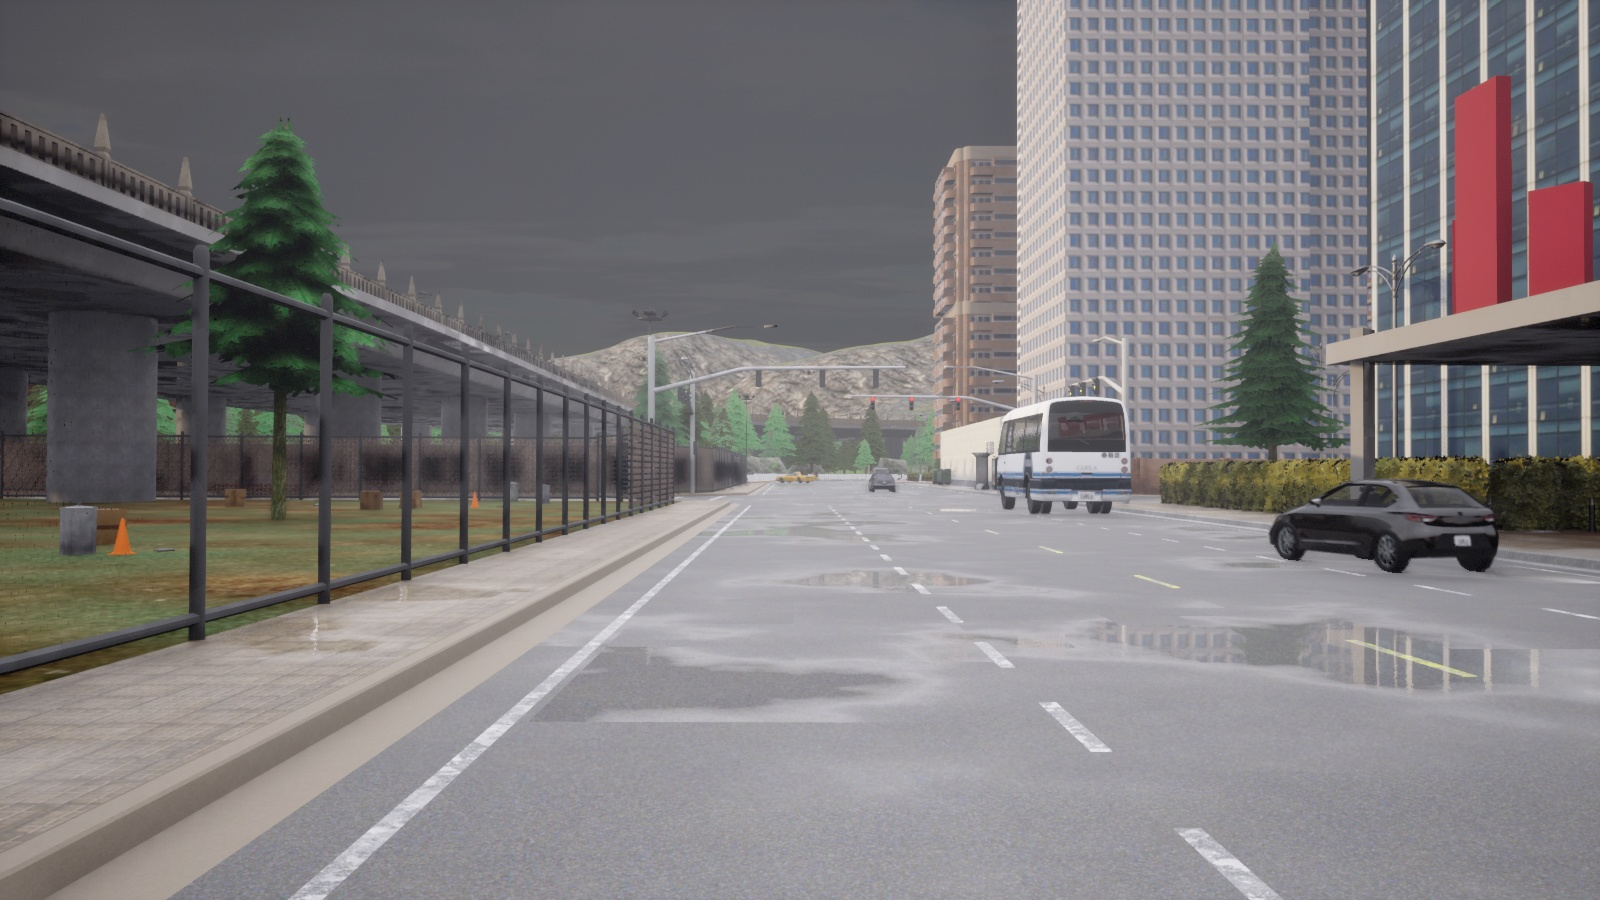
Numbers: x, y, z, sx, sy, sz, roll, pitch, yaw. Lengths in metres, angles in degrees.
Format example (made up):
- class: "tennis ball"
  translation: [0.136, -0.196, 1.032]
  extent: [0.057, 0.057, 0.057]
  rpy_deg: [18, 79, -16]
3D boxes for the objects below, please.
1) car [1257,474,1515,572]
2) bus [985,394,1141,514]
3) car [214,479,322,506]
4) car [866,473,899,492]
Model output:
- class: "car"
  translation: [9.746, 1.146, 21.296]
  extent: [1.816, 1.474, 4.193]
  rpy_deg: [0, -1, -11]
- class: "bus"
  translation: [10.096, 0.232, 49.782]
  extent: [3.944, 4.253, 10.273]
  rpy_deg: [0, -1, 0]
- class: "car"
  translation: [-27.230, 2.157, 64.331]
  extent: [4.718, 1.301, 1.895]
  rpy_deg: [0, -1, -1]
- class: "car"
  translation: [6.232, 2.436, 95.421]
  extent: [2.033, 1.411, 5.357]
  rpy_deg: [0, -1, -1]
